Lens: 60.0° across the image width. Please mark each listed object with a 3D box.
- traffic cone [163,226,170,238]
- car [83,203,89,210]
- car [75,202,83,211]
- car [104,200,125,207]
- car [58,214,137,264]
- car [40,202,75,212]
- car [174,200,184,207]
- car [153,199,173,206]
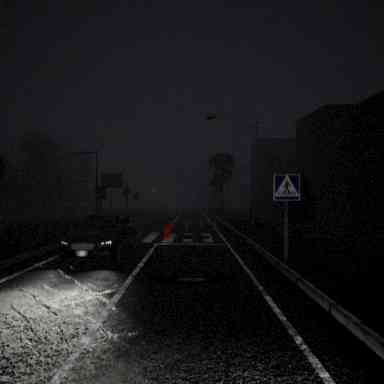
[{"bbox_3d":[-1.371,2.138,17.753,0.340,0.580,0.340,0,-1,0],"label":"traffic cone"},{"bbox_3d":[-21.853,2.549,59.895,5.008,1.535,2.097,0,-1,0],"label":"car"},{"bbox_3d":[-21.852,2.478,56.622,4.892,1.521,2.231,0,-1,0],"label":"car"},{"bbox_3d":[-21.741,3.249,91.521,5.008,1.535,2.097,0,-1,0],"label":"car"},{"bbox_3d":[-3.242,1.577,12.247,2.128,1.511,4.902,0,-1,0],"label":"car"},{"bbox_3d":[-21.865,2.445,53.346,4.674,1.452,2.002,0,-1,0],"label":"car"},{"bbox_3d":[-3.069,3.281,90.825,1.837,1.490,4.892,0,-1,0],"label":"car"},{"bbox_3d":[-8.652,3.320,94.243,4.892,1.521,2.231,0,-1,0],"label":"car"}]
